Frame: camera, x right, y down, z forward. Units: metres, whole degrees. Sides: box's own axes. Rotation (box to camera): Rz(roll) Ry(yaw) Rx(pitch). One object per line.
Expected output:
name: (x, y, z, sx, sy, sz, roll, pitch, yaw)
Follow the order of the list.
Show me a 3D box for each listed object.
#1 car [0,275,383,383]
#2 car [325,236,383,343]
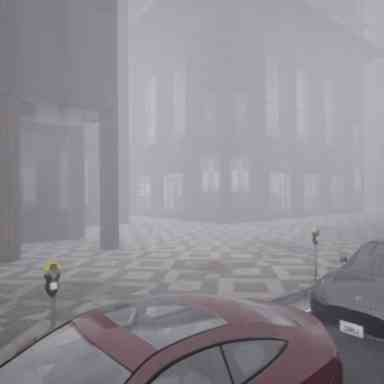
car: (-0.454, 1.574, 2.439, 4.206, 1.307, 1.802, 0, 0, -39)
car: (3.904, 1.522, 6.013, 4.313, 1.339, 1.947, 0, 0, -39)
